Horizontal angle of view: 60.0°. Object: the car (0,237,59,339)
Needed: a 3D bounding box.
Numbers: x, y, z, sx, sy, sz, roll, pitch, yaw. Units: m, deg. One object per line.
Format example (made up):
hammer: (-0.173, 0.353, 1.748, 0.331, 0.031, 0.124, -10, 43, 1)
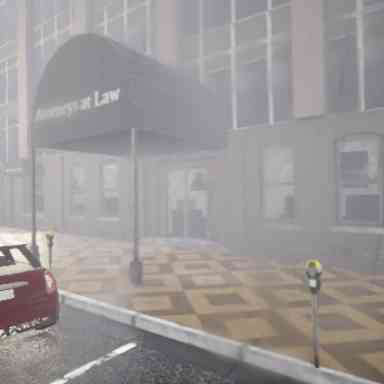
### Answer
car: (-4.155, 1.449, 5.703, 4.097, 1.590, 1.967, 0, -1, 36)
